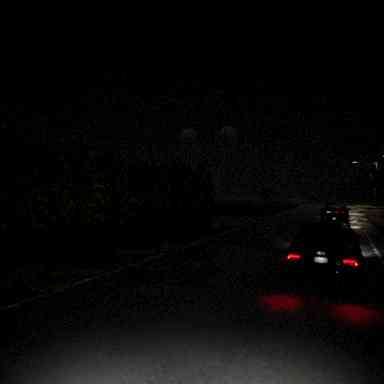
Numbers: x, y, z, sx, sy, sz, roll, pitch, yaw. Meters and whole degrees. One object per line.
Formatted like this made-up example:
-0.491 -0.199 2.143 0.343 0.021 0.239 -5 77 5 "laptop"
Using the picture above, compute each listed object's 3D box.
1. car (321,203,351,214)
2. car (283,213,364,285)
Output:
10.667 1.608 24.776 2.128 1.511 4.902 1 0 24 "car"
3.946 1.589 9.772 2.033 1.411 5.357 1 0 25 "car"
